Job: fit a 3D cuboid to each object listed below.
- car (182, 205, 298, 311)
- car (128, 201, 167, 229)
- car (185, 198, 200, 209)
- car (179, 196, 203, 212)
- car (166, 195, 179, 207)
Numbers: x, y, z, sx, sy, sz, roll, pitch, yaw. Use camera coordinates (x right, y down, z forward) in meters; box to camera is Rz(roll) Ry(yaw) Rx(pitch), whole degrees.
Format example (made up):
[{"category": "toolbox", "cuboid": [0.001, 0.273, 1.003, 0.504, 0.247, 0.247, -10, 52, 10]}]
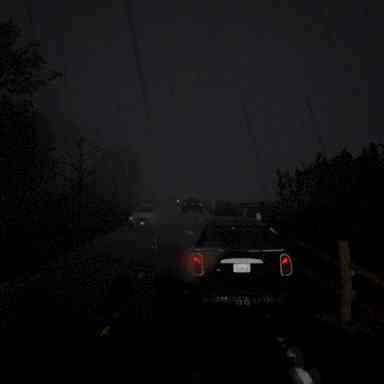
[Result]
[{"category": "car", "cuboid": [0.898, 1.350, 7.940, 2.097, 1.767, 4.553, 0, 0, 1]}, {"category": "car", "cuboid": [-2.856, 1.517, 21.480, 1.812, 1.442, 4.674, 0, 0, 0]}, {"category": "car", "cuboid": [0.046, 1.565, 45.351, 1.895, 1.301, 4.718, 0, 0, 0]}, {"category": "car", "cuboid": [0.063, 1.331, 35.387, 2.097, 1.767, 4.553, 0, 0, 0]}, {"category": "car", "cuboid": [-2.764, 1.310, 48.870, 2.097, 1.767, 4.553, 0, 0, 0]}]
